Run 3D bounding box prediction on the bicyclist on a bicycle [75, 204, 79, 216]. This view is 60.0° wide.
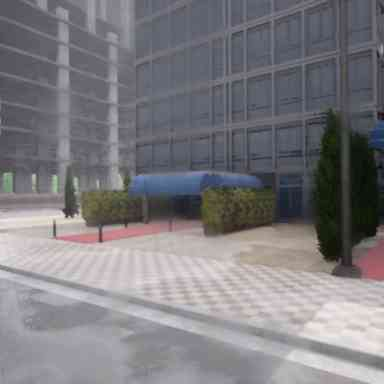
[{"bbox_3d":[-11.955,1.621,33.609,1.656,1.620,0.582,-1,-1,36],"label":"bicyclist on a bicycle"}]
